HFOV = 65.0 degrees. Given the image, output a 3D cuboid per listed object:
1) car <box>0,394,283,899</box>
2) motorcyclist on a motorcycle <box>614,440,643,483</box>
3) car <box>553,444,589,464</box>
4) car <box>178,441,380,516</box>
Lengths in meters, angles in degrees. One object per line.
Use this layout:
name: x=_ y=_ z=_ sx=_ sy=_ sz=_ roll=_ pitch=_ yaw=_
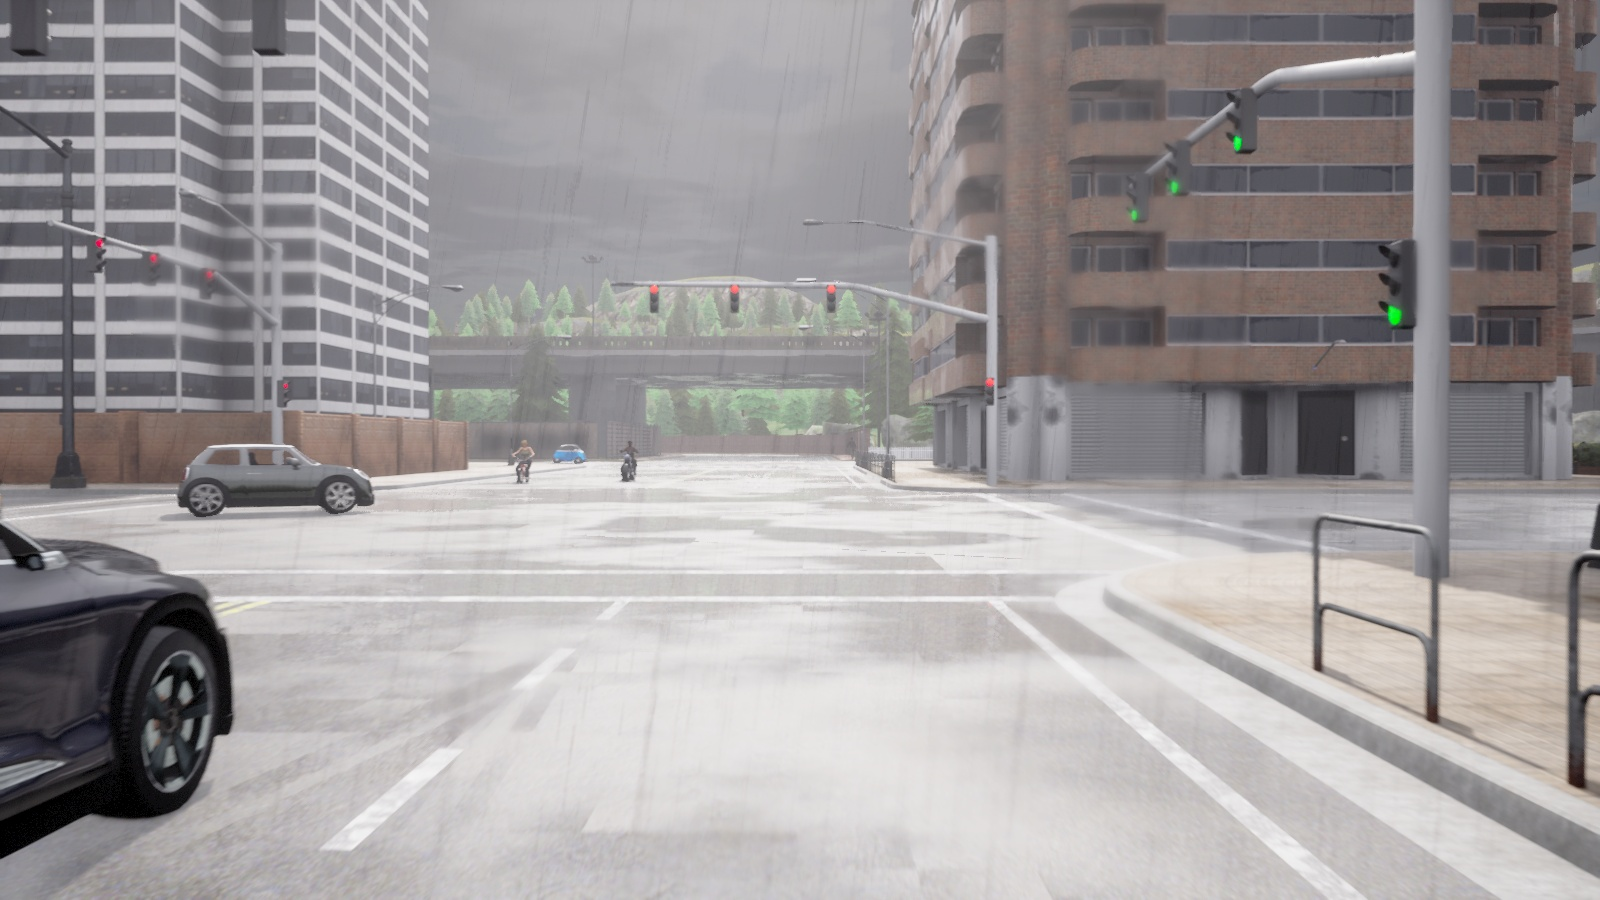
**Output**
car: x=-3.465 y=0.654 z=3.495 sx=2.033 sy=1.649 sz=4.856 roll=0 pitch=0 yaw=0
motorcyclist on a motorcycle: x=-6.709 y=0.414 z=49.224 sx=0.766 sy=1.649 sz=2.350 roll=0 pitch=0 yaw=0
car: x=-16.030 y=0.258 z=87.884 sx=2.207 sy=1.376 sz=1.481 roll=1 pitch=0 yaw=0
car: x=-10.993 y=0.553 z=26.534 sx=3.806 sy=1.475 sz=1.970 roll=0 pitch=0 yaw=-26
